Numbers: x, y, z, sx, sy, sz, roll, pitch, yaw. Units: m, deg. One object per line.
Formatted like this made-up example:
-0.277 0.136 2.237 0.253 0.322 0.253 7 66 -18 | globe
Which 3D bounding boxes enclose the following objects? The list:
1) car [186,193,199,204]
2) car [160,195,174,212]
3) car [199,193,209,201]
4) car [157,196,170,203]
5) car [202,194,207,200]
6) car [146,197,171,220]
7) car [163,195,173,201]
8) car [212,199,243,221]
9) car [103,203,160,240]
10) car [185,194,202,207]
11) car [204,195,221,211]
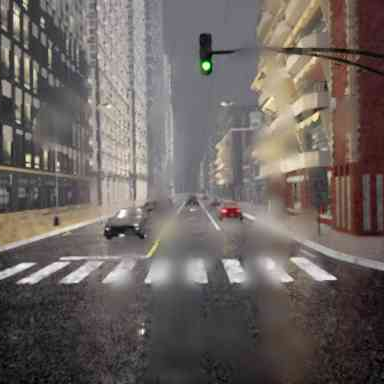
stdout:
0.044 1.142 57.406 2.097 1.767 4.553 -1 0 0 | car
-3.074 1.437 37.707 1.812 1.442 4.674 -1 0 1 | car
2.758 1.122 77.289 1.967 1.590 4.097 -1 0 0 | car
-5.631 1.430 66.002 2.008 1.369 4.403 -1 0 0 | car
2.723 1.328 43.398 2.008 1.369 4.403 -1 0 0 | car
-3.086 1.448 27.462 1.837 1.490 4.892 -1 0 0 | car
-5.619 1.394 77.300 1.887 1.381 4.507 -1 0 0 | car
2.752 1.417 24.833 1.802 1.307 4.206 -1 0 0 | car
-3.100 1.523 17.346 2.033 1.411 5.357 -1 0 0 | car
0.036 1.345 47.434 1.812 1.442 4.674 -1 0 0 | car
2.715 1.346 37.750 2.008 1.369 4.403 -1 0 0 | car
